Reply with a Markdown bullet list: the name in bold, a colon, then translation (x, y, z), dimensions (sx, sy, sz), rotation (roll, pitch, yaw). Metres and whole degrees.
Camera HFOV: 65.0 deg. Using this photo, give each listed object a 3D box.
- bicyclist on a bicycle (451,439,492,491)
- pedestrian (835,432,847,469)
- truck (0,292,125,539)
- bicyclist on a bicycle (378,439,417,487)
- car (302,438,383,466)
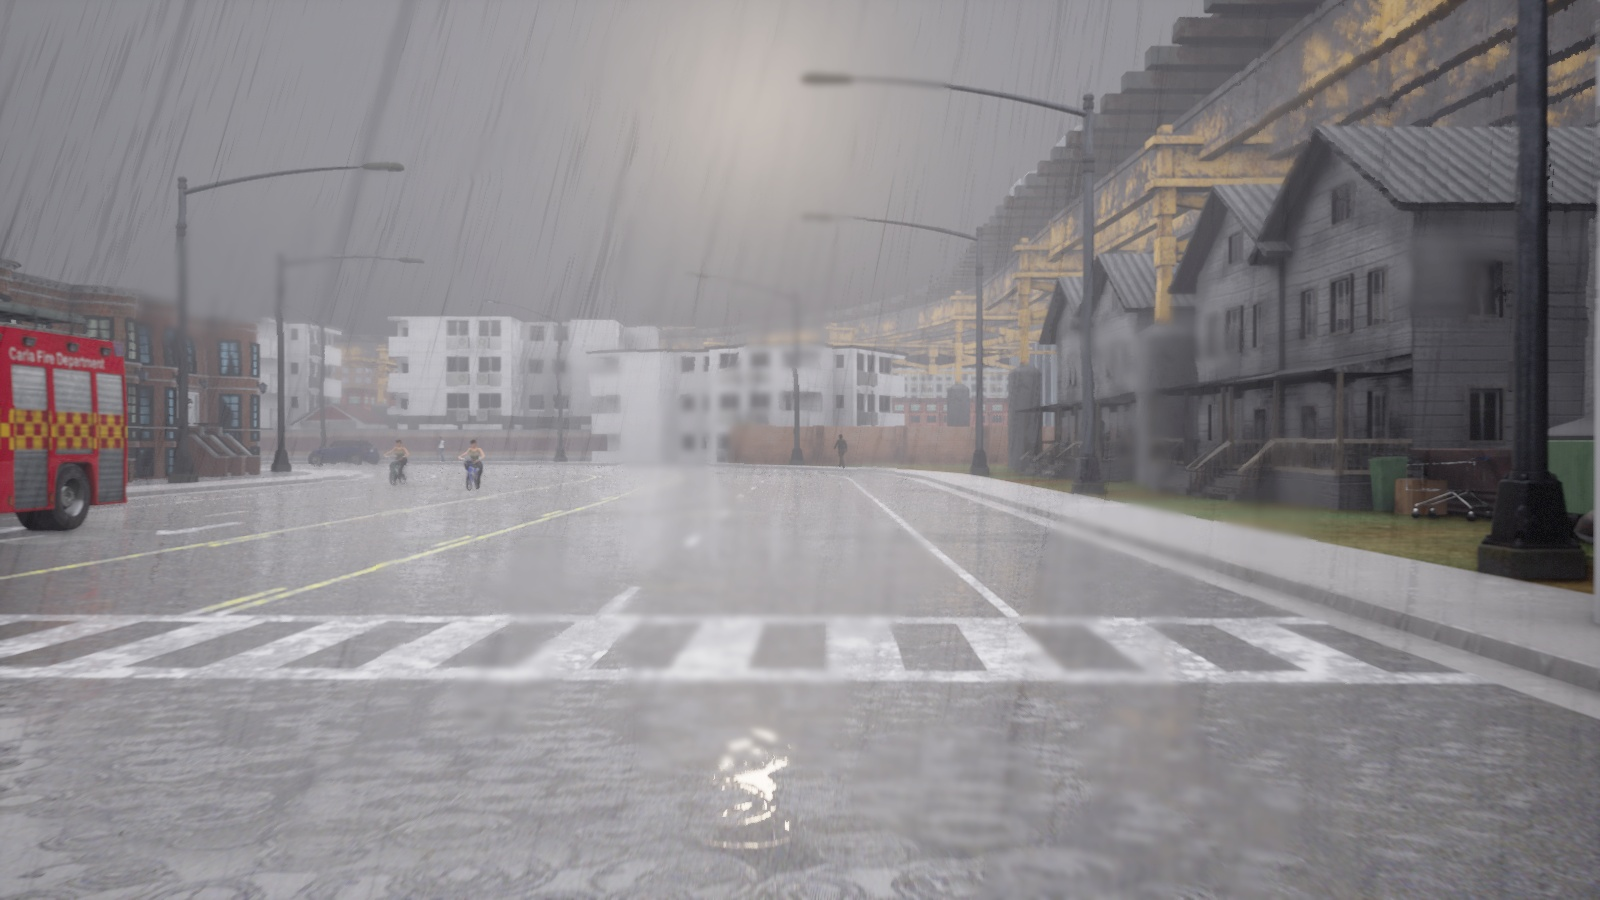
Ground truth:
- **bicyclist on a bicycle**: translation (-10.258, 0.454, 39.238), dimensions (0.866, 1.612, 1.509), rotation (0, 0, 0)
- **pedestrian**: translation (2.145, 0.034, 65.608), dimensions (0.395, 1.930, 0.692), rotation (0, 0, -16)
- **truck**: translation (-13.874, -0.536, 18.844), dimensions (2.891, 3.827, 8.468), rotation (0, 0, 0)
- **bicyclist on a bicycle**: translation (-13.738, 0.430, 42.900), dimensions (0.866, 1.612, 1.509), rotation (0, 0, 0)
- **car**: translation (-29.863, 0.119, 82.005), dimensions (4.553, 1.767, 2.097), rotation (0, 0, 13)
